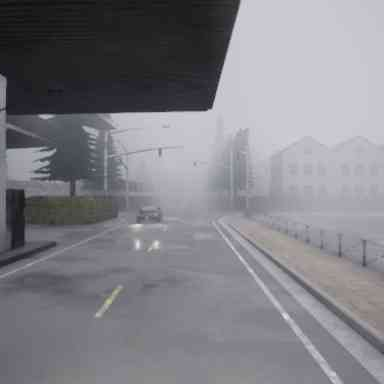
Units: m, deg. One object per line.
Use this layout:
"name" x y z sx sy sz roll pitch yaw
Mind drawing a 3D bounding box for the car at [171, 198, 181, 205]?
"car" -3.516 2.050 74.330 2.097 1.767 4.553 0 -1 0

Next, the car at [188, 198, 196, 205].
"car" -0.017 2.226 77.210 2.128 1.511 4.902 0 -1 0

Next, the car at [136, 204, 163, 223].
"car" -3.512 1.790 28.254 1.812 1.442 4.674 0 -1 0
